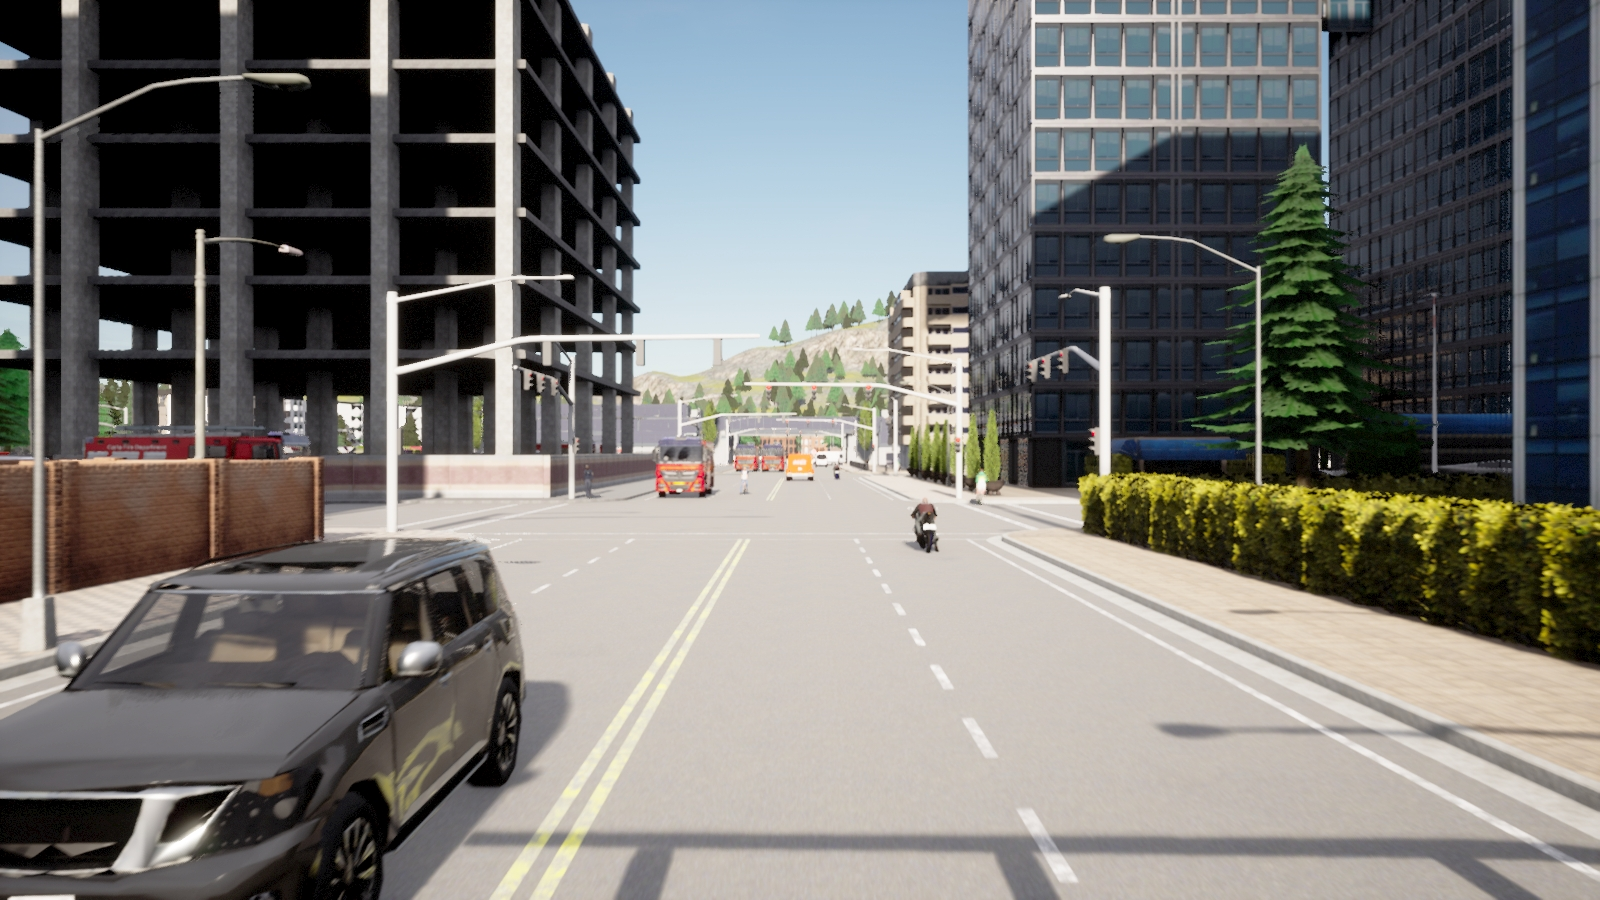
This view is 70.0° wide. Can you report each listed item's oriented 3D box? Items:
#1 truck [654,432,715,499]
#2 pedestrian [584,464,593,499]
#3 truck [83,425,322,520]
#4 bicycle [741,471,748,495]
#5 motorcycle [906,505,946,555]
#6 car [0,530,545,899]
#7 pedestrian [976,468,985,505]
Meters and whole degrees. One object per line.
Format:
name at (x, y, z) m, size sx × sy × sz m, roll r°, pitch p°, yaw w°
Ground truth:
truck at (-6.991, 0.906, 70.037) m, size 2.891 × 3.827 × 8.468 m, roll 0°, pitch 0°, yaw 0°
pedestrian at (-11.518, 1.709, 62.272) m, size 0.375 × 1.860 × 0.375 m, roll 0°, pitch 0°, yaw 8°
truck at (-24.723, 0.900, 47.552) m, size 8.468 × 3.827 × 2.891 m, roll 0°, pitch 0°, yaw 0°
bicycle at (-3.490, 2.072, 71.776) m, size 0.373 × 1.496 × 1.643 m, roll 0°, pitch 0°, yaw 0°
motorcycle at (3.504, 2.213, 31.947) m, size 0.867 × 1.251 × 2.209 m, roll 0°, pitch 0°, yaw 0°
car at (-3.499, 1.781, 8.086) m, size 2.150 × 2.045 × 5.566 m, roll 0°, pitch 0°, yaw 0°
pedestrian at (9.224, 1.862, 58.359) m, size 0.375 × 1.860 × 0.375 m, roll 0°, pitch 0°, yaw 1°
